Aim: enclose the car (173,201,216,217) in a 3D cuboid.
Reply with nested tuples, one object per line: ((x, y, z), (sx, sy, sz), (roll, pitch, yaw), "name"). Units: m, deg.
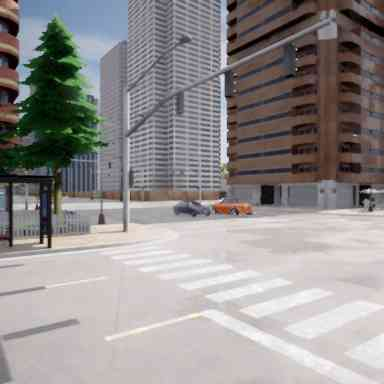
((-0.105, 1.586, 32.329), (1.812, 1.442, 4.674), (0, 0, -36), "car")

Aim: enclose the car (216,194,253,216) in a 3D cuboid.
((3.857, 1.412, 33.083), (2.097, 1.767, 4.553), (0, 0, -35), "car")
